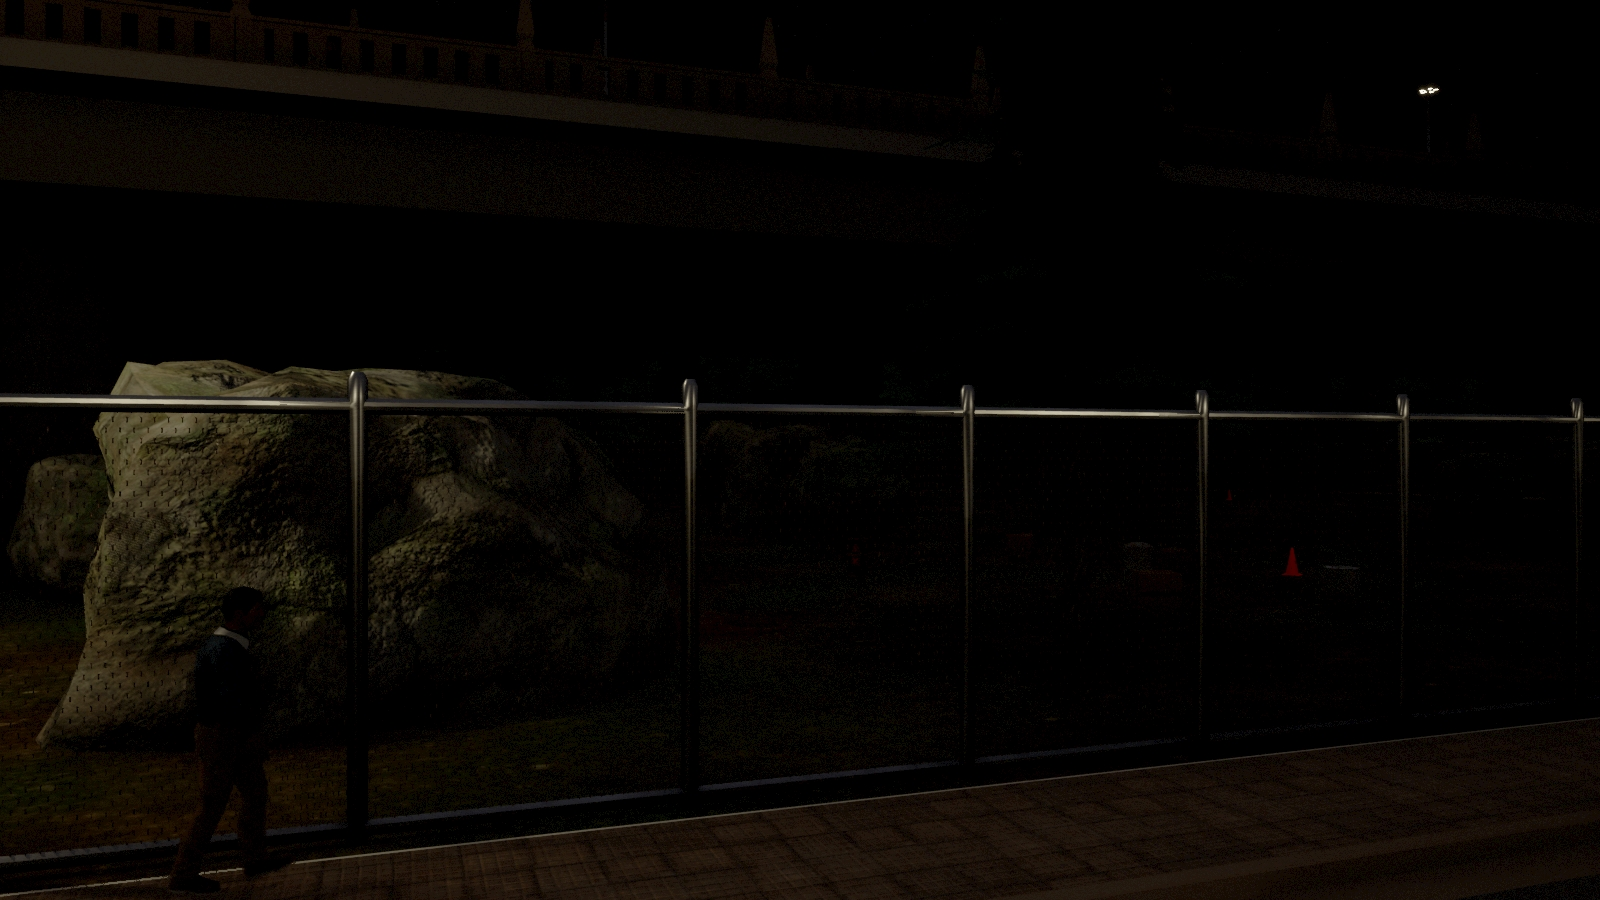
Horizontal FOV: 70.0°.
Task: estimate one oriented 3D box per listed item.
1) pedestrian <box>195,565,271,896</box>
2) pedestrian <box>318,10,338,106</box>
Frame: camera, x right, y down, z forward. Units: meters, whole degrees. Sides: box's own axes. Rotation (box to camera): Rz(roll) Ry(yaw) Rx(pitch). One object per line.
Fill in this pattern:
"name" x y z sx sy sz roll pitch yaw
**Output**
"pedestrian" -3.385 1.643 6.836 0.375 1.860 0.375 0 0 -22
"pedestrian" -9.999 -8.303 24.219 0.375 1.860 0.375 0 0 -20
